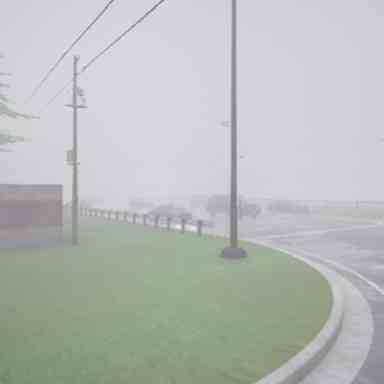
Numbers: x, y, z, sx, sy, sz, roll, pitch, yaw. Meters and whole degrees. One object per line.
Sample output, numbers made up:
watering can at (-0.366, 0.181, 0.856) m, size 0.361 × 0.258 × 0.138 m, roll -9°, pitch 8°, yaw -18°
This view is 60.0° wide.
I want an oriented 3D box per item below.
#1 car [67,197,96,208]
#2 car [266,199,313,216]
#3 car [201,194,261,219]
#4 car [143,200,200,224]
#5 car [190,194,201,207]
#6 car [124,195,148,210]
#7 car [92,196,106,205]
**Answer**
car at (-14.382, 1.609, 42.569) m, size 1.895 × 1.301 × 4.718 m, roll 0°, pitch 0°, yaw -36°
car at (9.674, 1.504, 33.178) m, size 2.128 × 1.511 × 4.902 m, roll 0°, pitch 0°, yaw -36°
car at (3.554, 1.232, 29.691) m, size 2.150 × 2.045 × 5.566 m, roll 0°, pitch 0°, yaw -36°
car at (-1.608, 1.570, 24.884) m, size 1.994 × 1.385 × 4.181 m, roll 0°, pitch 0°, yaw -36°
car at (1.884, 1.237, 43.961) m, size 2.150 × 2.045 × 5.566 m, roll 0°, pitch 0°, yaw -36°
car at (-6.636, 1.489, 43.794) m, size 1.882 × 1.535 × 5.008 m, roll 0°, pitch 0°, yaw -36°
car at (-16.567, 1.455, 57.690) m, size 1.812 × 1.442 × 4.674 m, roll 0°, pitch 0°, yaw -36°
